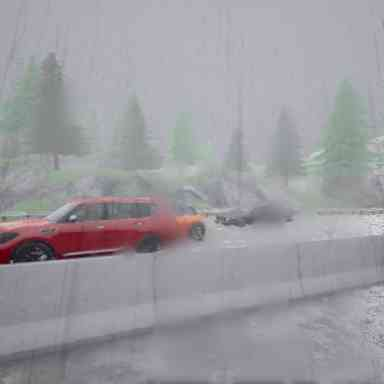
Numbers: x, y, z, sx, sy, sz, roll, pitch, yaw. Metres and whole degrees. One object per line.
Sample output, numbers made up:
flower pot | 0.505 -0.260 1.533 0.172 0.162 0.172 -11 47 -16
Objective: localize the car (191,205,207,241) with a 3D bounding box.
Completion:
car | -1.645 1.317 15.056 4.553 1.767 2.097 1 0 -30

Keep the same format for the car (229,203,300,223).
car | 5.830 1.607 26.735 5.357 1.411 2.033 1 0 -23

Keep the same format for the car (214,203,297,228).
car | 4.213 1.588 22.154 5.357 1.411 2.033 1 0 -25

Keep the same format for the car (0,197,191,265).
car | -3.048 1.171 10.161 5.566 2.045 2.150 1 0 -32
